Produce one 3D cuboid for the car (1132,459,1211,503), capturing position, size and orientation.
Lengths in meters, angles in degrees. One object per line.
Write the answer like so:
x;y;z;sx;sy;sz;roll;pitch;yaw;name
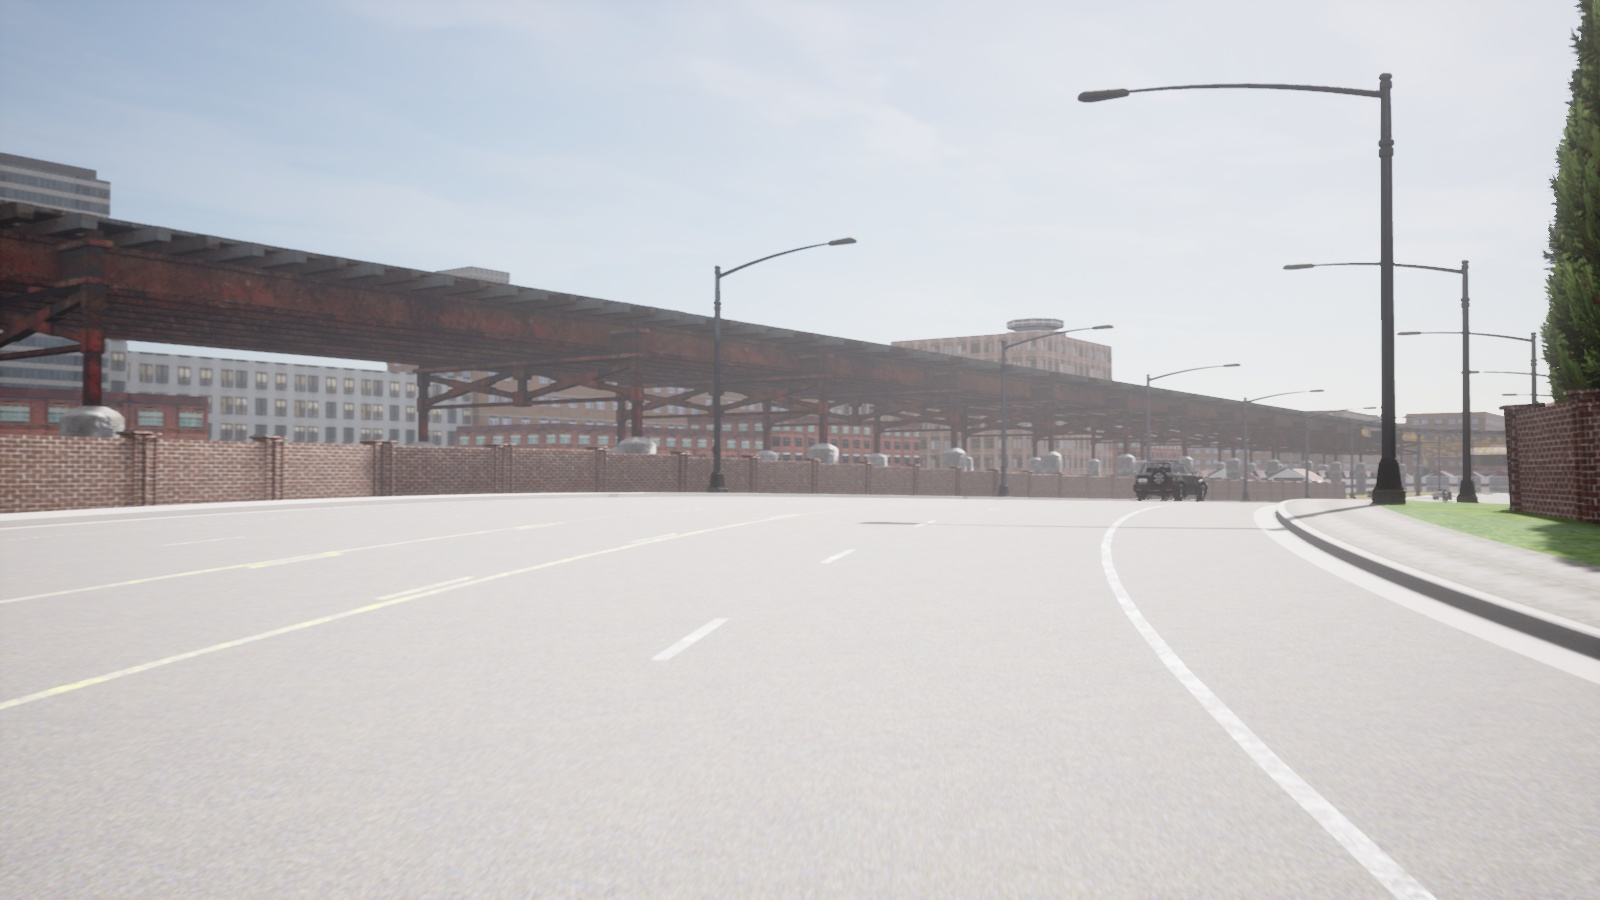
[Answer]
16.489;1.406;55.614;1.932;1.855;4.605;-1;-3;36;car
